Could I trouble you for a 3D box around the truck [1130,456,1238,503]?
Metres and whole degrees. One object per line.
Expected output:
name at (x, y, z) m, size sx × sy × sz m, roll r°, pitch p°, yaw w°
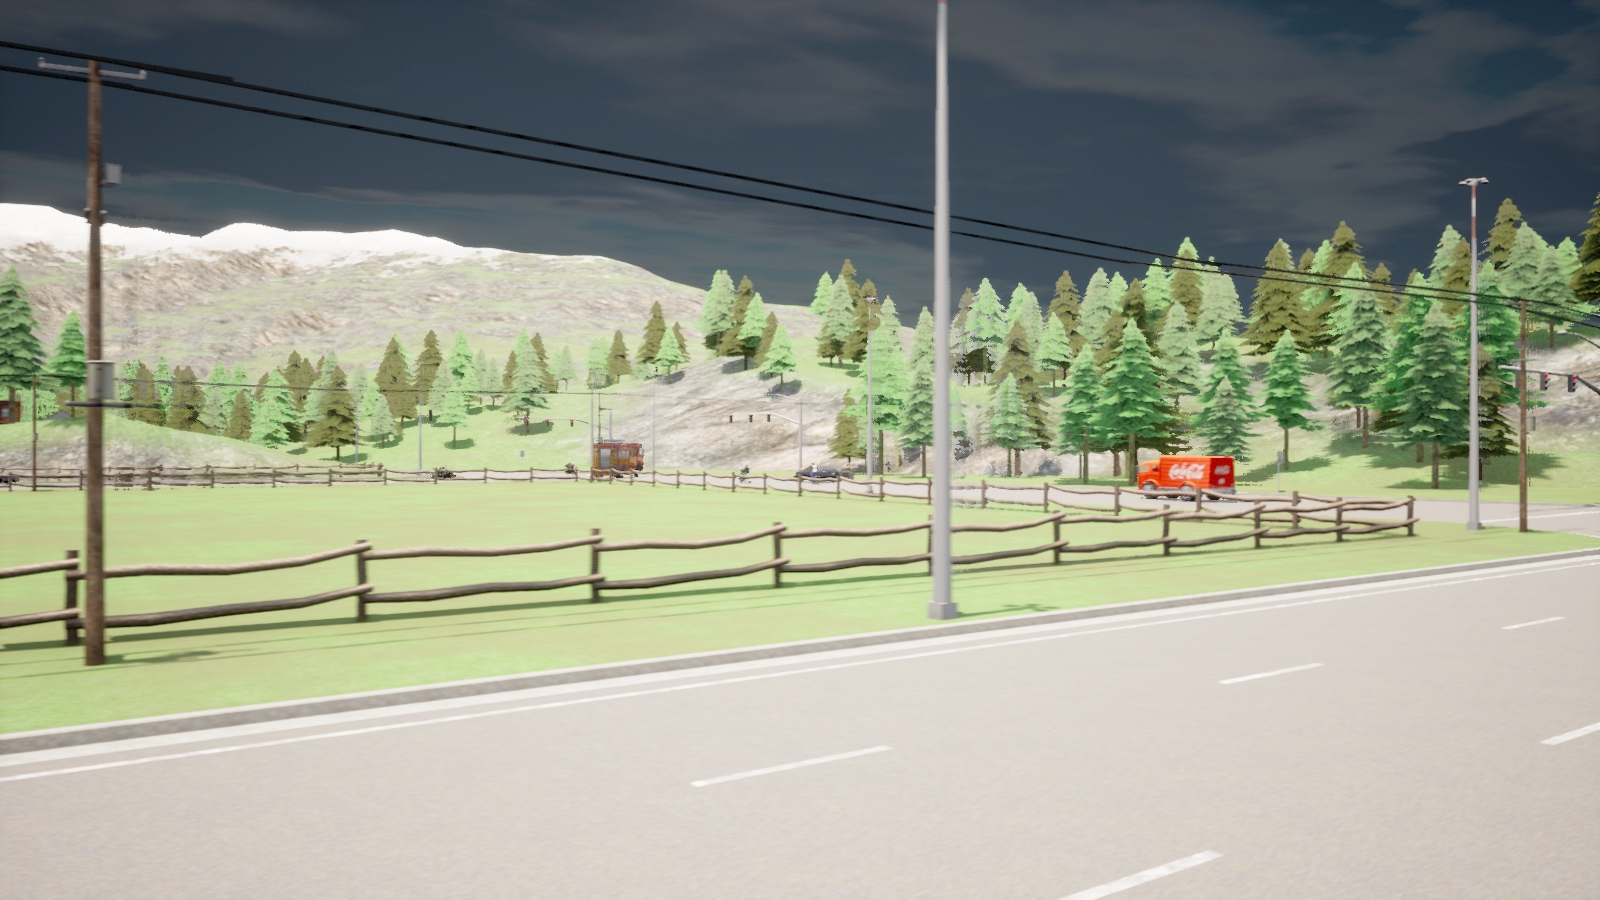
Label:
truck at (21.341, 1.568, 63.685) m, size 2.627 × 2.467 × 5.204 m, roll 0°, pitch 0°, yaw -34°
